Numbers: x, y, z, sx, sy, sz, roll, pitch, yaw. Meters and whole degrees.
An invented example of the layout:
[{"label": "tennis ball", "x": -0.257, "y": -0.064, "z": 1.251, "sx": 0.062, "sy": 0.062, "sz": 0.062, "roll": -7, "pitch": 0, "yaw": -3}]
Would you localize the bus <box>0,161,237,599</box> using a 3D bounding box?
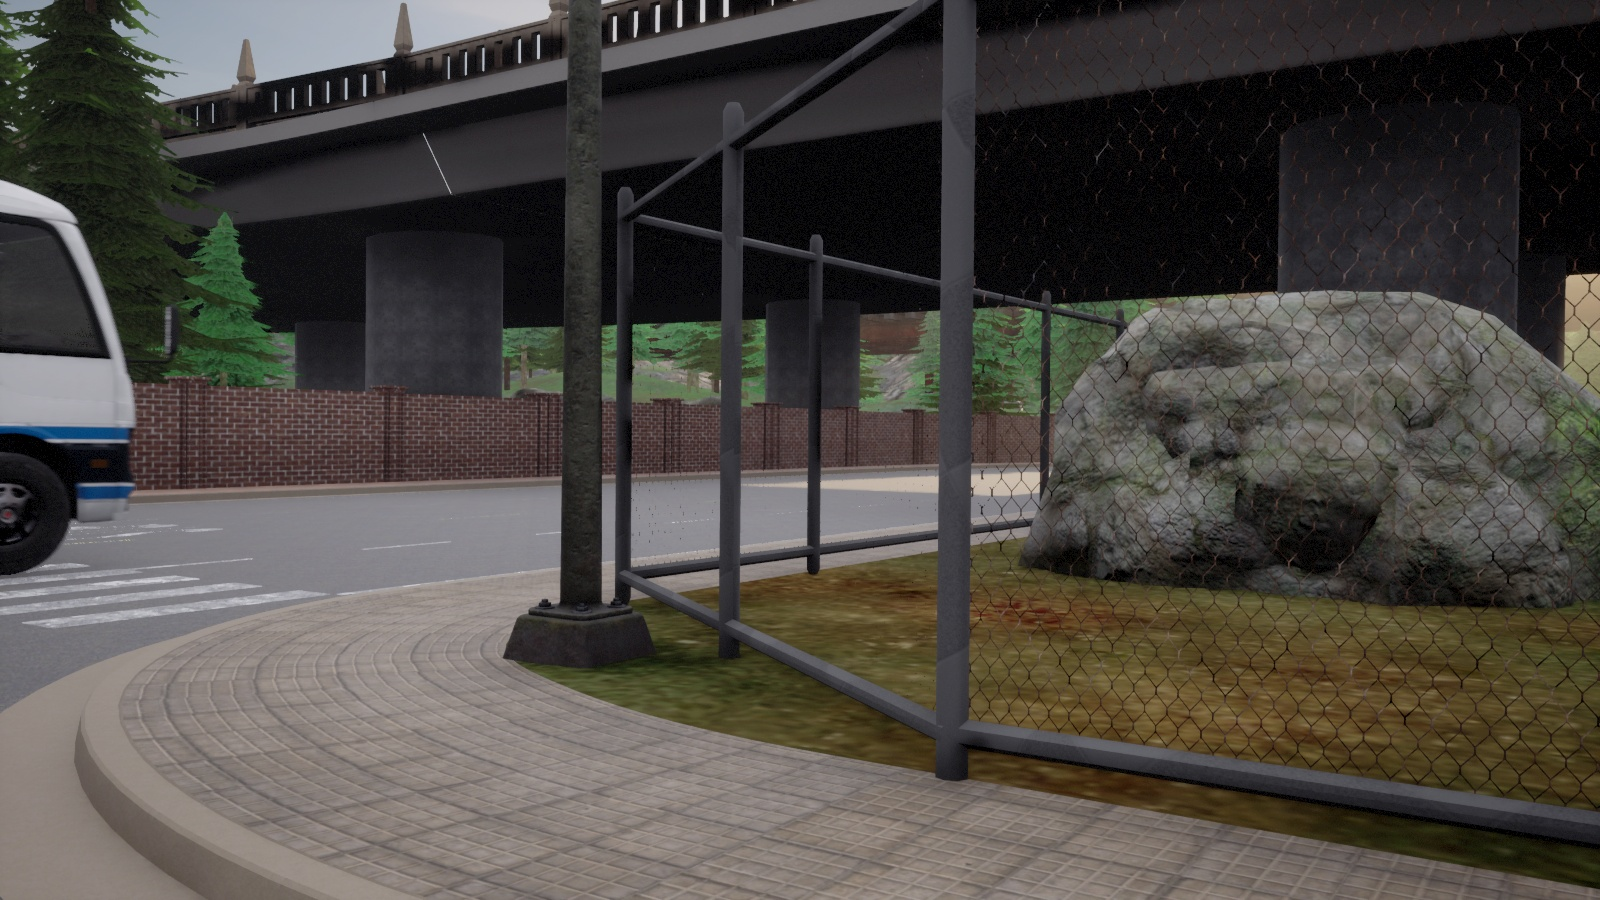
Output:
[{"label": "bus", "x": -10.878, "y": -0.656, "z": 11.054, "sx": 3.944, "sy": 4.253, "sz": 10.273, "roll": 0, "pitch": 1, "yaw": 33}]
